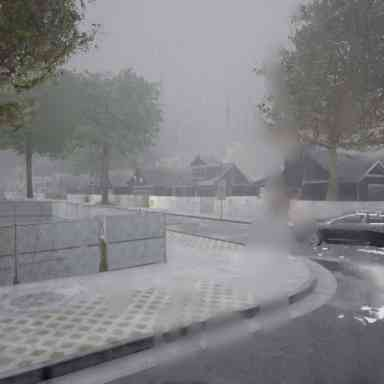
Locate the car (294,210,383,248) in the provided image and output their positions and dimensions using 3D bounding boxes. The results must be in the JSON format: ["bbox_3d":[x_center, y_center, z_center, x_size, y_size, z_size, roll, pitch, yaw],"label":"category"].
[{"bbox_3d":[6.576,1.468,13.117,4.902,1.511,2.128,0,2,33],"label":"car"}]
